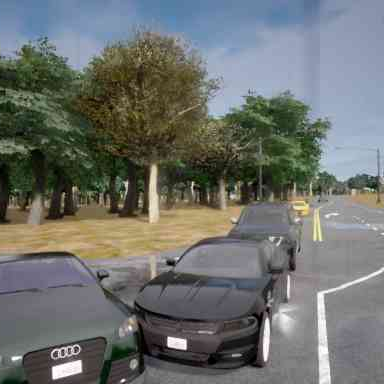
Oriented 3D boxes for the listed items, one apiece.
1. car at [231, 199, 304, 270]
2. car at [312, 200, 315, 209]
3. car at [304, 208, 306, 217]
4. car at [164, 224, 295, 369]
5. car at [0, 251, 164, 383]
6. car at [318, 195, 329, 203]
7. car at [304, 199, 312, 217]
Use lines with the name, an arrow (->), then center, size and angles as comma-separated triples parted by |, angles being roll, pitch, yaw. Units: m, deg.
car -> 2.836, 1.459, 12.438 | 2.150, 2.045, 5.566 | -2, 0, 20
car -> 17.857, 1.756, 51.352 | 1.812, 1.442, 4.674 | -1, 0, 26
car -> 5.054, 1.774, 18.346 | 1.895, 1.301, 4.718 | -1, 0, 21
car -> 0.725, 1.613, 6.295 | 1.882, 1.535, 5.008 | -1, -2, 21
car -> -2.319, 1.643, 4.992 | 1.994, 1.385, 4.181 | 1, -2, -33
car -> 29.159, 1.498, 73.873 | 2.097, 1.767, 4.553 | -1, 0, 25
car -> 10.876, 1.685, 33.957 | 1.882, 1.535, 5.008 | -1, 0, 21
